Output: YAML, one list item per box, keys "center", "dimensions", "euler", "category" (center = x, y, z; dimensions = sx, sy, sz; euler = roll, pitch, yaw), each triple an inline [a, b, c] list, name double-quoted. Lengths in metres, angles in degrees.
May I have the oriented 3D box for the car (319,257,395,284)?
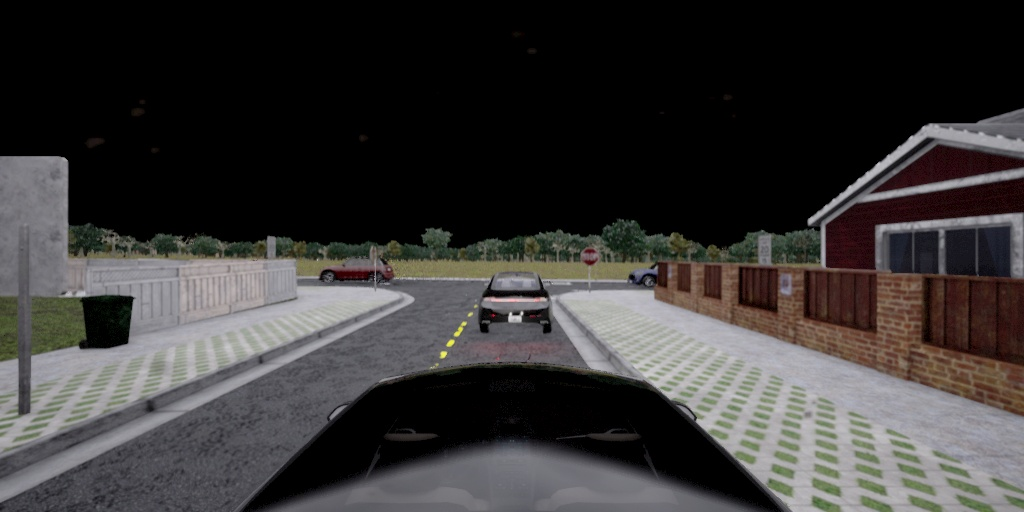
- center: [-10.335, 0.892, 23.935]
  dimensions: [4.553, 1.767, 2.097]
  euler: [1, 0, 0]
  category: "car"

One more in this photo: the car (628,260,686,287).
- center: [10.166, 1.149, 23.969]
  dimensions: [4.553, 1.767, 2.097]
  euler: [1, 0, -1]
  category: "car"

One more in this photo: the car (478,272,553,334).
- center: [0.140, 1.200, 10.505]
  dimensions: [2.128, 1.511, 4.902]
  euler: [0, 0, 2]
  category: "car"

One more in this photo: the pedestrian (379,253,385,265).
- center: [-9.727, 0.696, 26.734]
  dimensions: [0.375, 1.860, 0.375]
  euler: [0, -1, 0]
  category: "pedestrian"
